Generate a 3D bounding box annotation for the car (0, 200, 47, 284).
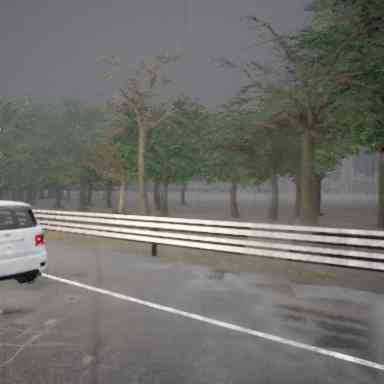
[{"bbox_3d":[-5.898,1.217,8.398,5.566,2.045,2.150,0,0,37],"label":"car"}]
